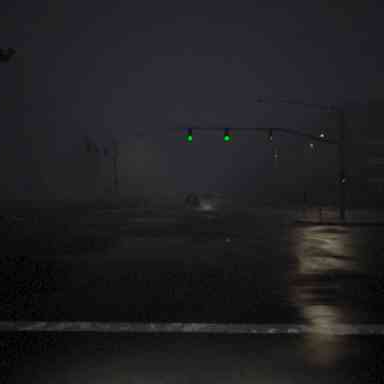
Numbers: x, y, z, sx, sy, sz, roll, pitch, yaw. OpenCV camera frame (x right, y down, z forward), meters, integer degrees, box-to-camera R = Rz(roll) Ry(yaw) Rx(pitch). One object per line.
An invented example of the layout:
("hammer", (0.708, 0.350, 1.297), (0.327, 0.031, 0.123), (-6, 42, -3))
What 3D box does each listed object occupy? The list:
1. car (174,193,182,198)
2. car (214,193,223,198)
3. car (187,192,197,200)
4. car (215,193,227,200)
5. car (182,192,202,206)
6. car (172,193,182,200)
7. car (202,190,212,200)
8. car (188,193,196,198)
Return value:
("car", (-3.536, 0.868, 86.739), (1.994, 1.385, 4.181), (0, 0, 0))
("car", (6.964, 0.911, 86.776), (1.895, 1.301, 4.718), (0, 0, 0))
("car", (-0.031, 0.819, 76.710), (2.097, 1.767, 4.553), (0, 0, 0))
("car", (6.969, 1.059, 76.776), (1.895, 1.301, 4.718), (0, 0, 0))
("car", (-0.014, 1.028, 46.500), (2.097, 1.767, 4.553), (0, 0, 0))
("car", (-3.531, 1.059, 76.770), (1.895, 1.301, 4.718), (0, 0, 0))
("car", (3.469, 0.967, 76.326), (1.837, 1.490, 4.892), (0, 0, 0))
("car", (-0.036, 0.911, 86.772), (1.895, 1.301, 4.718), (0, 0, 0))
